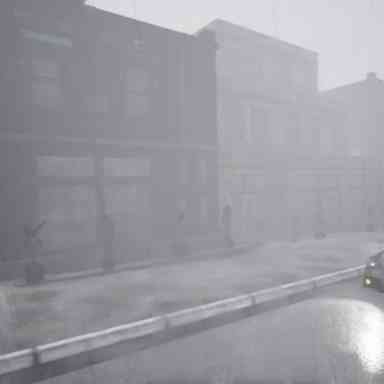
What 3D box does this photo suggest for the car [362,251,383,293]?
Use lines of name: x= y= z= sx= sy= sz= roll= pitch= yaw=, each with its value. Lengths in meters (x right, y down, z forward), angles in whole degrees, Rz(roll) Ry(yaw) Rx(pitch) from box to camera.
car: x=5.686 y=1.540 z=7.467 sx=4.181 sy=1.385 sz=1.994 roll=0 pitch=0 yaw=-35
